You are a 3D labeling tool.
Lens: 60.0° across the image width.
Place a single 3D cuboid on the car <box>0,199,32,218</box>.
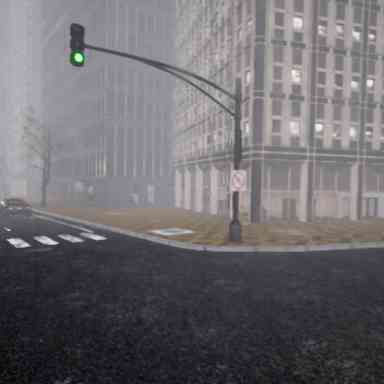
[{"bbox_3d":[-14.105,1.223,26.405,2.033,1.411,5.357,0,1,-37],"label":"car"}]
